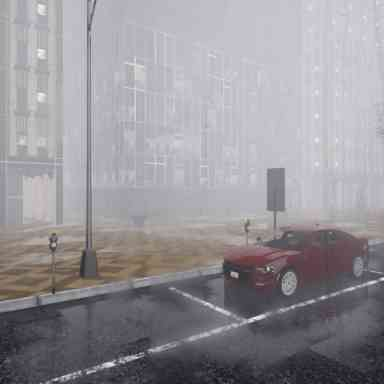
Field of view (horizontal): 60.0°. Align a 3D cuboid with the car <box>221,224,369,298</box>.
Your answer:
[{"bbox_3d":[2.752,1.545,8.502,4.507,1.381,1.887,0,0,-35],"label":"car"}]
